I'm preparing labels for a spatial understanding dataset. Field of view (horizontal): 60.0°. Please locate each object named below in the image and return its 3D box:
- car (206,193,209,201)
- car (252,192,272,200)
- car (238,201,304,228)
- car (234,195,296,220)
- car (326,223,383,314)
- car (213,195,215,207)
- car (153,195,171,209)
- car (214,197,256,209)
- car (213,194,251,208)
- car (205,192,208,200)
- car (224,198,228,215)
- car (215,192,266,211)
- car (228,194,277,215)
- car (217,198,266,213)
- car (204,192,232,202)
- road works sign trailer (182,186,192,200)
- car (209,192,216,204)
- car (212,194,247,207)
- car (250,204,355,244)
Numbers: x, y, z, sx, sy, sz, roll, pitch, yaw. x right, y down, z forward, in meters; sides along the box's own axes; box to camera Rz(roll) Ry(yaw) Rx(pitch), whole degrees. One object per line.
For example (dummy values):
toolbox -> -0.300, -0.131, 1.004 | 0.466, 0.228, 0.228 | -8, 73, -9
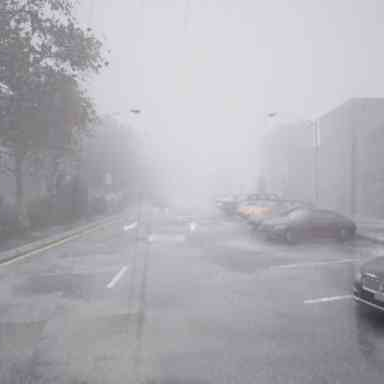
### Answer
car -> 5.506, 1.359, 57.244 | 5.008, 1.535, 2.097 | 1, 0, -20
car -> 18.562, 1.119, 88.244 | 2.435, 2.045, 5.566 | 0, 1, -21
car -> 5.307, 1.447, 18.197 | 4.792, 1.488, 2.163 | 1, 0, -20
car -> 5.379, 1.283, 21.216 | 4.553, 1.767, 2.185 | 1, 0, -20
car -> 5.315, 1.463, 6.204 | 4.892, 1.521, 2.231 | 1, 1, -20
car -> 5.229, 1.373, 33.150 | 5.366, 1.575, 1.946 | 1, 0, -20
car -> -3.978, 1.229, 44.068 | 2.097, 1.767, 4.553 | 0, 0, 0
car -> 5.424, 1.395, 42.209 | 4.792, 1.488, 2.163 | 1, 0, -20
car -> 5.433, 1.237, 45.223 | 4.553, 1.767, 2.185 | 1, 0, -20
car -> 5.358, 1.354, 66.188 | 5.366, 1.575, 1.946 | 1, 0, -20
car -> 5.370, 1.432, 27.214 | 4.674, 1.452, 2.002 | 1, 0, -20
car -> 5.378, 1.134, 30.192 | 5.566, 2.045, 2.435 | 1, 0, -20
car -> 5.392, 1.275, 24.217 | 4.553, 1.767, 2.185 | 1, 0, -20
car -> 5.390, 1.403, 36.207 | 4.792, 1.488, 2.163 | 1, 0, -20
car -> 5.561, 1.109, 72.281 | 5.566, 2.045, 2.435 | 1, 0, -20
road works sign trailer -> -0.836, 0.340, 87.998 | 2.880, 3.560, 2.380 | 0, 0, -41
car -> 5.411, 1.118, 39.208 | 5.566, 2.045, 2.435 | 1, 0, -20
car -> 5.447, 1.235, 48.224 | 4.553, 1.767, 2.185 | 1, 0, -20
car -> 5.327, 1.468, 15.205 | 4.674, 1.452, 2.002 | 1, 1, -20
